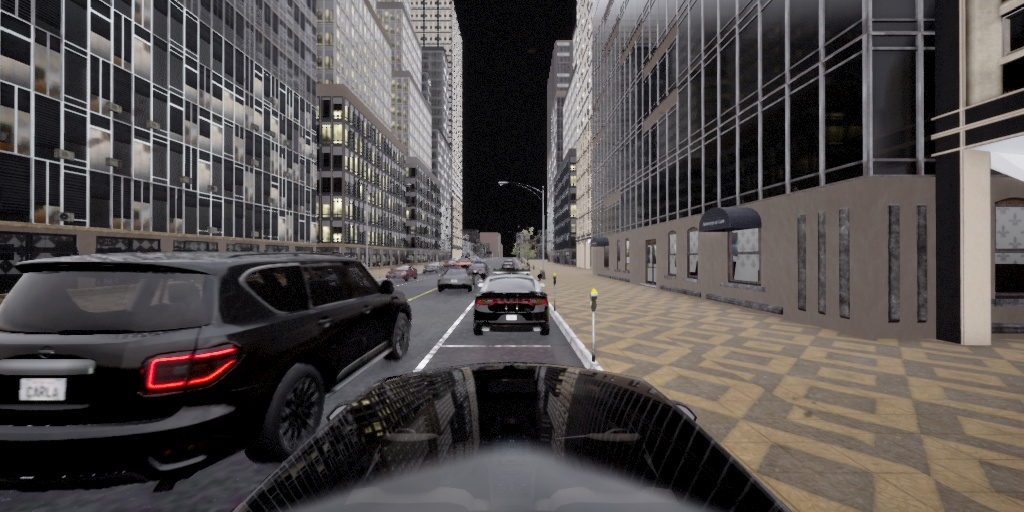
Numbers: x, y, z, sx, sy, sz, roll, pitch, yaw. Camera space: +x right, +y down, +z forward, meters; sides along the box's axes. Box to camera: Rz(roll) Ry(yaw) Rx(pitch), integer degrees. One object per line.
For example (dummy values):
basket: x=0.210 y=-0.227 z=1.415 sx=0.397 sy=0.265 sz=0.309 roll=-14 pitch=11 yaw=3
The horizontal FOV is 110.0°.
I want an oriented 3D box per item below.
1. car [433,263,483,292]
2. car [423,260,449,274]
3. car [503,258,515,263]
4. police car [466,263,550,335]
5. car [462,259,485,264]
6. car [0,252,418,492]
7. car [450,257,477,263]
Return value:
car: x=-3.098 y=1.311 z=21.307 sx=1.994 sy=1.385 sz=4.181 roll=0 pitch=0 yaw=0
car: x=-8.836 y=1.286 z=40.419 sx=2.007 sy=1.370 sz=4.403 roll=0 pitch=0 yaw=0
car: x=-0.455 y=1.298 z=46.099 sx=1.948 sy=1.339 sz=4.313 roll=0 pitch=0 yaw=0
police car: x=-0.012 y=1.174 z=10.609 sx=1.930 sy=1.638 sz=5.238 roll=0 pitch=0 yaw=0
car: x=-3.119 y=1.287 z=34.075 sx=2.033 sy=1.411 sz=5.357 roll=0 pitch=0 yaw=1
car: x=-3.144 y=0.973 z=5.082 sx=2.150 sy=2.045 sz=5.566 roll=0 pitch=0 yaw=0
car: x=-6.191 y=1.083 z=46.125 sx=2.097 sy=1.767 sz=4.553 roll=0 pitch=0 yaw=0
